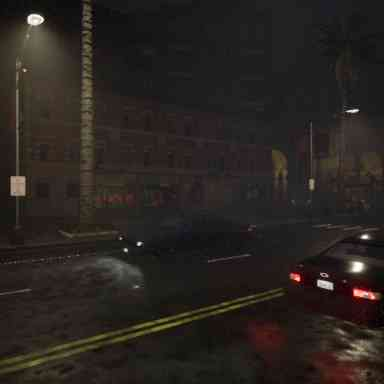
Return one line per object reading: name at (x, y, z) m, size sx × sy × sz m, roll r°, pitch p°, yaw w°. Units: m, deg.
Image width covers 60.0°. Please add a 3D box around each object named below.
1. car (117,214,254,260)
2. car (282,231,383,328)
car at (-0.048, 1.547, 12.629) m, size 5.357 × 1.411 × 2.033 m, roll 0°, pitch 0°, yaw -36°
car at (4.192, 1.547, 6.852) m, size 5.357 × 1.411 × 2.033 m, roll 0°, pitch 0°, yaw -36°
